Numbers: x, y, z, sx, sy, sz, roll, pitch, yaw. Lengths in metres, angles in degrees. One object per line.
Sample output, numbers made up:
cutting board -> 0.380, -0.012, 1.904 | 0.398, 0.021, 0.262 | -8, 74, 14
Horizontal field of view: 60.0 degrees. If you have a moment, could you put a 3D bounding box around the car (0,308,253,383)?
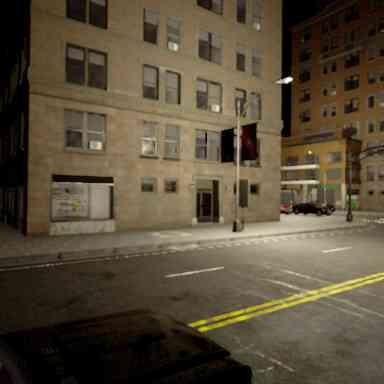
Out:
car -> -1.749, 1.598, 2.193 | 4.718, 1.301, 1.895 | 1, 0, -35

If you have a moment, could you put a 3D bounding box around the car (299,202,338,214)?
car -> 15.874, 2.013, 41.969 | 1.947, 1.339, 4.313 | 1, -1, -35

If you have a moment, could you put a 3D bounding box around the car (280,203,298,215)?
car -> 9.309, 1.763, 37.358 | 1.967, 1.590, 4.097 | 1, -1, -35

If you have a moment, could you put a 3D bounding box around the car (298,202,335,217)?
car -> 13.046, 1.889, 36.451 | 1.812, 1.442, 4.674 | 1, -1, -35
